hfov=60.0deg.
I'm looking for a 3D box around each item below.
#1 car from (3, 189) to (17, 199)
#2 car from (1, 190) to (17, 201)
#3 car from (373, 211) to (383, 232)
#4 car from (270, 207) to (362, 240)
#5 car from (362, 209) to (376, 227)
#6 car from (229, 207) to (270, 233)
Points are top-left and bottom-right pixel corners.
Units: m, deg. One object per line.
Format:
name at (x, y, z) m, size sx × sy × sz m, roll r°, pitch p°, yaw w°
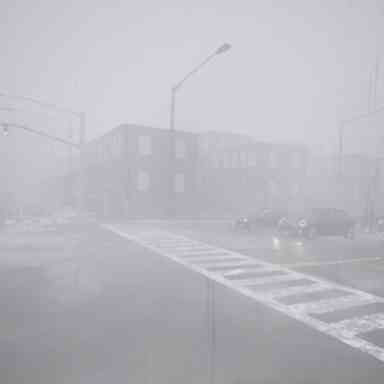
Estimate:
car at (-34.378, 0.425, 62.920) m, size 2.097 × 1.767 × 4.553 m, roll 2°, pitch 0°, yaw -27°
car at (-29.672, 0.700, 53.825) m, size 1.837 × 1.490 × 4.892 m, roll 2°, pitch 0°, yaw -27°
car at (15.121, 2.226, 23.056) m, size 4.718 × 1.301 × 1.895 m, roll 2°, pitch 0°, yaw -27°
car at (7.059, 1.678, 18.871) m, size 4.553 × 1.767 × 2.097 m, roll 2°, pitch 0°, yaw -27°
car at (13.186, 2.047, 25.992) m, size 5.008 × 1.535 × 1.882 m, roll 2°, pitch 0°, yaw -28°
car at (4.709, 1.747, 21.597) m, size 4.902 × 1.511 × 2.128 m, roll 2°, pitch 0°, yaw -27°
